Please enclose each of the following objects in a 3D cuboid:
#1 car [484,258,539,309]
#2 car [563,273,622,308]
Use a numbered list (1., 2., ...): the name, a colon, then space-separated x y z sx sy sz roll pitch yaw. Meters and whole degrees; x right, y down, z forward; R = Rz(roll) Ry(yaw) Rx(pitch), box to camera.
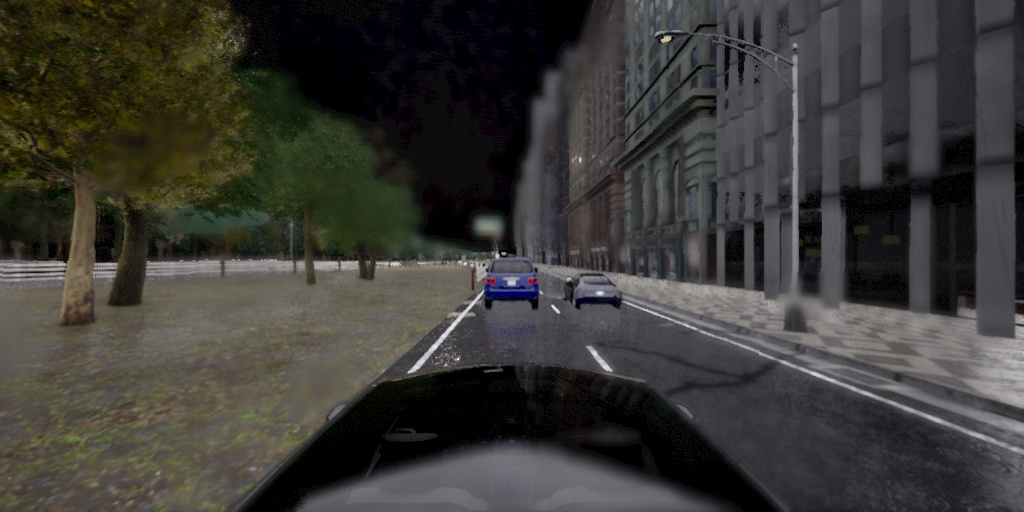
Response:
1. car: -0.011 1.107 15.872 2.150 2.045 5.566 0 0 0
2. car: 3.487 1.457 16.158 1.994 1.385 4.181 0 -1 0
